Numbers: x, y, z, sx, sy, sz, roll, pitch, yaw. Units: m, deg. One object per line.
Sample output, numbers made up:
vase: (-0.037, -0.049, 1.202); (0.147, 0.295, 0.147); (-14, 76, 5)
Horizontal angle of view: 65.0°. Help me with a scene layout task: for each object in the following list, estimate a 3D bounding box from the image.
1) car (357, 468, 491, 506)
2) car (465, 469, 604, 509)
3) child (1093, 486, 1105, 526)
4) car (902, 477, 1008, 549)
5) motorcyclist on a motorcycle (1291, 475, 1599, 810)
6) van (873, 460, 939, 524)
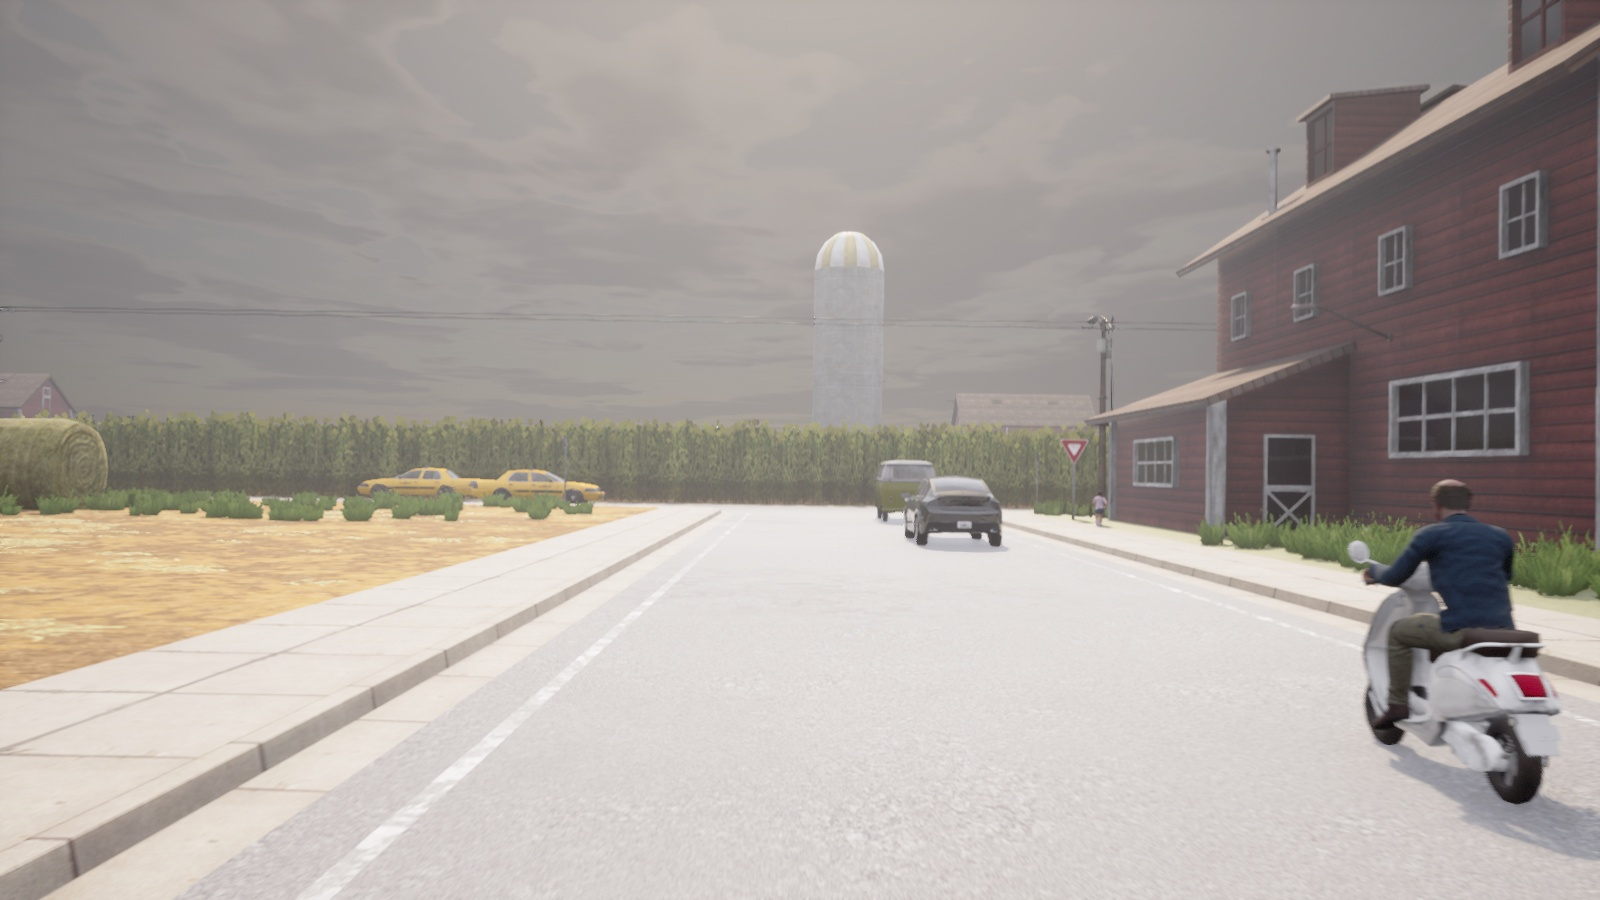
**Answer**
car: (-16.613, 1.620, 55.582); (5.366, 1.575, 1.801); (1, -1, 1)
car: (-10.954, 1.609, 52.006); (5.366, 1.575, 1.801); (1, -1, 1)
child: (8.364, 1.567, 35.123); (0.255, 1.110, 0.394); (0, -1, 6)
car: (3.465, 1.376, 28.938); (1.837, 1.490, 4.892); (1, -1, 0)
motorcyclist on a motorcycle: (3.501, 0.941, 6.926); (0.866, 1.590, 1.817); (1, -1, 0)
van: (3.447, 1.343, 41.405); (1.775, 1.987, 4.442); (1, -1, 0)
